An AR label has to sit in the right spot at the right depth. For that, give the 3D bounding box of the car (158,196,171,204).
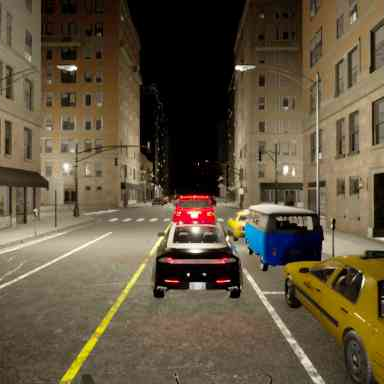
[{"bbox_3d":[-5.333,1.550,65.052,2.008,1.369,4.403,1,0,1],"label":"car"}]

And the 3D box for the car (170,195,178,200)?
[{"bbox_3d":[-4.954,1.558,92.696,1.947,1.339,4.313,1,0,1],"label":"car"}]

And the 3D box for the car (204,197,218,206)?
[{"bbox_3d":[3.040,1.566,53.882,1.947,1.339,4.313,1,0,1],"label":"car"}]

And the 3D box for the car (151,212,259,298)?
[{"bbox_3d":[0.106,1.492,8.474,2.128,1.511,4.902,0,0,0],"label":"car"}]

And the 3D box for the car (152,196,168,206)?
[{"bbox_3d":[-5.485,1.584,53.995,1.802,1.307,4.206,1,0,1],"label":"car"}]

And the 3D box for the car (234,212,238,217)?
[{"bbox_3d":[2.691,1.527,16.388,1.752,1.417,4.829,1,0,0],"label":"car"}]

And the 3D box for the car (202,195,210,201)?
[{"bbox_3d":[3.419,1.560,81.533,1.947,1.339,4.313,1,0,1],"label":"car"}]

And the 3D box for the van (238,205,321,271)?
[{"bbox_3d":[2.687,1.342,10.545,1.690,1.788,3.998,1,0,0],"label":"van"}]

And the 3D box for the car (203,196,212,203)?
[{"bbox_3d":[3.268,1.542,70.472,1.887,1.381,4.507,1,0,1],"label":"car"}]

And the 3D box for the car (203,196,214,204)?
[{"bbox_3d":[3.192,1.549,64.942,2.008,1.369,4.403,1,0,1],"label":"car"}]

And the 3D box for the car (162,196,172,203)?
[{"bbox_3d":[-5.257,1.543,70.581,1.887,1.381,4.507,1,0,1],"label":"car"}]

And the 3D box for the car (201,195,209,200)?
[{"bbox_3d":[3.571,1.541,92.593,2.008,1.369,4.403,1,0,1],"label":"car"}]

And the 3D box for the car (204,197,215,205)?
[{"bbox_3d":[3.116,1.544,59.412,1.887,1.381,4.507,1,0,1],"label":"car"}]

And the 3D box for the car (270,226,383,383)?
[{"bbox_3d":[2.680,1.526,5.041,1.752,1.417,4.829,1,0,0],"label":"car"}]

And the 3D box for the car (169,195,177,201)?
[{"bbox_3d":[-5.032,1.519,86.997,1.752,1.417,4.829,1,0,1],"label":"car"}]

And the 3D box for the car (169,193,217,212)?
[{"bbox_3d":[0.117,1.224,18.660,2.150,2.045,5.566,0,0,0],"label":"car"}]
